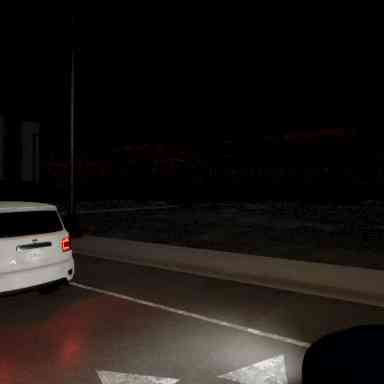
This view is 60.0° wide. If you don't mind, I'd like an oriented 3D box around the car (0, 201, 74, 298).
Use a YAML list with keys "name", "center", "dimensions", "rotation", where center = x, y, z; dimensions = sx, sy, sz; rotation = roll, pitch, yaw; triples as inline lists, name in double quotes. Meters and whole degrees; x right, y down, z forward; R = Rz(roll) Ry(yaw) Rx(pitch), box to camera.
- name: "car"
  center: [-5.037, 1.220, 7.580]
  dimensions: [5.566, 2.045, 2.150]
  rotation: [0, 0, 35]

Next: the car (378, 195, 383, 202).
- name: "car"
  center: [39.928, 1.369, 67.953]
  dimensions: [1.853, 1.218, 4.536]
  rotation: [1, 1, 6]

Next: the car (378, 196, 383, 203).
- name: "car"
  center: [39.921, 1.527, 67.903]
  dimensions: [2.038, 1.542, 4.974]
  rotation: [1, 1, 6]

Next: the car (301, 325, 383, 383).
- name: "car"
  center: [3.000, 1.516, 1.847]
  dimensions: [4.674, 1.442, 1.812]
  rotation: [0, 0, 35]

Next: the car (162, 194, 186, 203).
- name: "car"
  center: [-3.000, 1.162, 59.834]
  dimensions: [4.892, 1.490, 1.837]
  rotation: [0, 0, -31]
